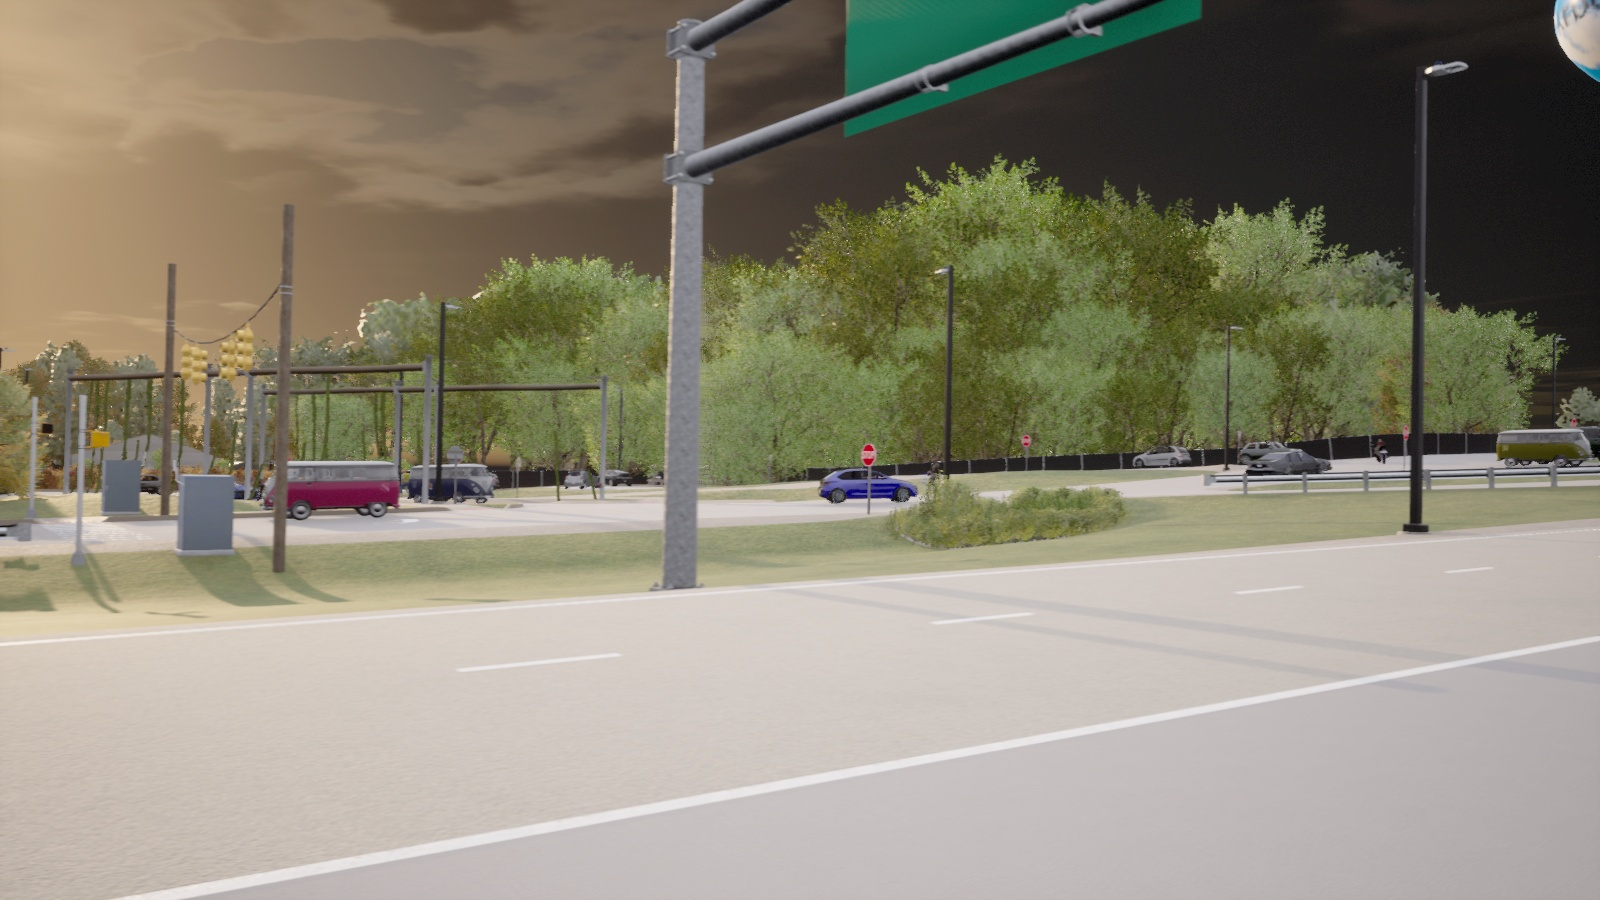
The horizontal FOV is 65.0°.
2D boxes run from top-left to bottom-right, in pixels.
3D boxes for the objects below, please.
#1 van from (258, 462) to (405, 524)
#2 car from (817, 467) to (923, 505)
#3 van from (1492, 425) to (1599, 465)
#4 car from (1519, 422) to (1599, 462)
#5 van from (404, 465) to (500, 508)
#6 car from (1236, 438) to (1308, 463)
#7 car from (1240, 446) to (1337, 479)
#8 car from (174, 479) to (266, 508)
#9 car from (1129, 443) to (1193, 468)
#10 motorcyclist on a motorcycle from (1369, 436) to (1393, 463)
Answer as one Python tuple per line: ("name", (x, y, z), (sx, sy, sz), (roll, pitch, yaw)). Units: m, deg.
("van", (-16.147, 1.436, 43.405), (4.442, 1.987, 1.775), (-1, 0, -36))
("car", (2.918, 1.493, 52.933), (4.193, 1.474, 1.816), (-1, 0, -7))
("van", (39.203, -0.263, 66.131), (1.775, 1.987, 4.442), (-3, 1, -33))
("car", (42.174, -0.442, 67.607), (2.150, 2.045, 5.566), (-3, 1, -36))
("van", (-16.576, 1.742, 59.765), (4.442, 1.987, 1.775), (-2, -2, 30))
("car", (30.467, 0.032, 81.099), (3.806, 1.475, 1.970), (-3, -1, 42))
("car", (25.864, 0.630, 66.395), (5.357, 1.411, 2.033), (-4, 2, -34))
("car", (-31.338, 2.333, 67.781), (5.008, 1.535, 1.882), (-1, -2, 29))
("car", (25.886, 0.390, 90.071), (3.988, 1.617, 1.851), (-3, -3, 43))
("motorcyclist on a motorcycle", (35.293, -0.047, 76.329), (0.866, 1.530, 2.191), (-3, 1, 14))
